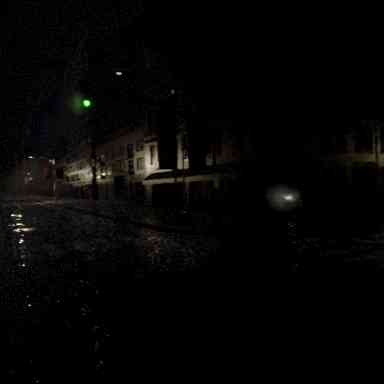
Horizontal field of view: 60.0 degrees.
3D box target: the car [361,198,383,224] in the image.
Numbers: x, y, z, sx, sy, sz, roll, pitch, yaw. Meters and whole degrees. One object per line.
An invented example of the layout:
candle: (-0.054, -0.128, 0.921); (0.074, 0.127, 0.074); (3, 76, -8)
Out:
car: (10.430, 0.872, 16.793); (4.313, 1.339, 1.947); (-3, 1, -30)
